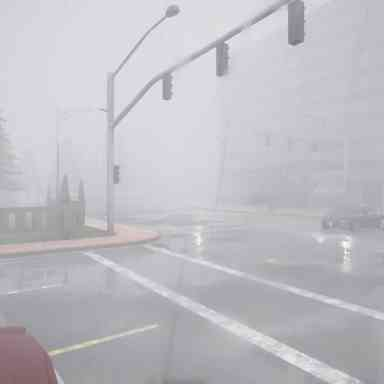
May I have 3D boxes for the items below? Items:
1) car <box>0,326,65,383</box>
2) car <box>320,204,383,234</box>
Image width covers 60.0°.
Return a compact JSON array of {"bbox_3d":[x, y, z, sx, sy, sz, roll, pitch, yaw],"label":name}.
[{"bbox_3d":[-3.061,1.601,1.596,4.718,1.301,1.895,0,0,-35],"label":"car"},{"bbox_3d":[9.437,1.474,19.290,4.892,1.490,1.837,0,0,-35],"label":"car"}]
